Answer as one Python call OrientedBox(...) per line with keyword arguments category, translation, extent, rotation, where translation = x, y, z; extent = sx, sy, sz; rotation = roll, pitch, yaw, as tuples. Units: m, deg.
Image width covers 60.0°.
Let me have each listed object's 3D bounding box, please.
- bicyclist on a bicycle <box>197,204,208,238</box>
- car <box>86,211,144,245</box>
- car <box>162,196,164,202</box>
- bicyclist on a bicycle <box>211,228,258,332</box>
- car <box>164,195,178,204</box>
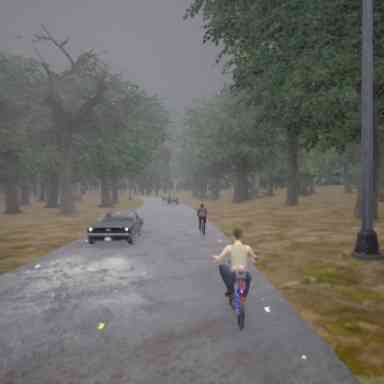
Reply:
OrientedBox(category="bicyclist on a bicycle", translation=(0.513, 1.415, 16.399), extent=(0.582, 1.620, 1.656), rotation=(0, 0, -2))
OrientedBox(category="car", translation=(-3.384, 1.561, 15.401), extent=(1.895, 1.301, 4.718), rotation=(0, 0, -2))
OrientedBox(category="car", translation=(-5.549, 1.388, 73.652), extent=(1.812, 1.442, 4.674), rotation=(0, 0, -9))
OrientedBox(category="bicyclist on a bicycle", translation=(0.774, 1.422, 5.821), extent=(0.866, 1.612, 1.509), rotation=(0, 0, -1))
OrientedBox(category="car", translation=(-3.574, 1.386, 59.614), extent=(1.837, 1.490, 4.892), rotation=(0, -1, -7))
